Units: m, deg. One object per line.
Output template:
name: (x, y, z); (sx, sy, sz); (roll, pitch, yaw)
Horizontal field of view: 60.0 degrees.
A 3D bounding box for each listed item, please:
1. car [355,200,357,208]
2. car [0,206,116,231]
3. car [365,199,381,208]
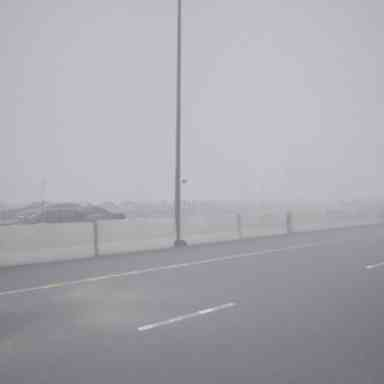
car: (25.794, 1.691, 52.354); (5.008, 1.535, 1.882); (1, -1, -35)
car: (-6.794, 1.524, 16.342); (5.357, 1.411, 2.033); (0, 0, -36)
car: (27.918, 1.768, 49.569); (5.357, 1.411, 2.033); (1, 0, -35)
